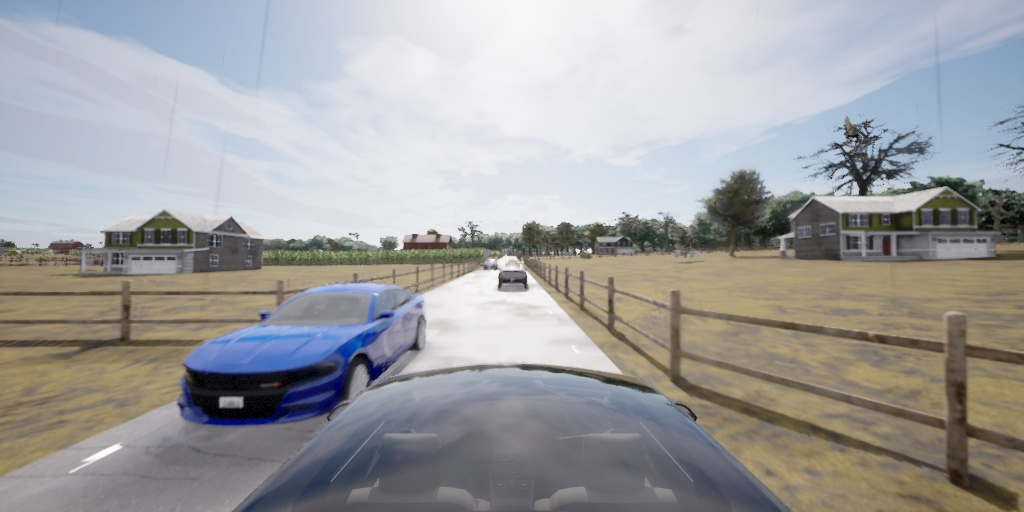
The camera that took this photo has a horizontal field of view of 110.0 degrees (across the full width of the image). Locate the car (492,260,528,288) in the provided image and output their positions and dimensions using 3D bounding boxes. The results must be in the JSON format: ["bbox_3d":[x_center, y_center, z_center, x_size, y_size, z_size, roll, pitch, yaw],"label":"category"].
[{"bbox_3d":[0.055,1.225,23.733,2.128,1.511,4.902,0,0,0],"label":"car"}]

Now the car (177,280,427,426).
[{"bbox_3d":[-2.846,1.227,6.152,1.882,1.535,5.008,0,0,0],"label":"car"}]

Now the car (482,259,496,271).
[{"bbox_3d":[-2.831,1.130,48.093,2.128,1.511,4.902,0,0,0],"label":"car"}]
